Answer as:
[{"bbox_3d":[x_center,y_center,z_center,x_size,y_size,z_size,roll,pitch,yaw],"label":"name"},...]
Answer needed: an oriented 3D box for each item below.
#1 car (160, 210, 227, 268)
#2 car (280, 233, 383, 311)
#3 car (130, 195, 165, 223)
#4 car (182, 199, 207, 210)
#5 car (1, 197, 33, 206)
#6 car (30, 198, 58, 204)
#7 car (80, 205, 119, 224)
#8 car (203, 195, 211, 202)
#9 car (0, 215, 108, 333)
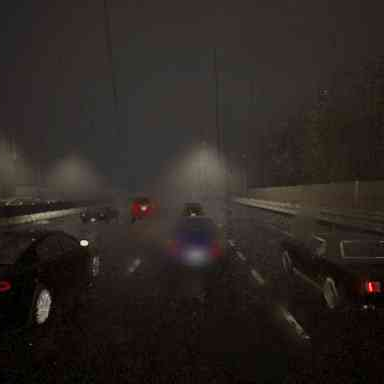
[{"bbox_3d":[0.105,1.545,11.262,1.812,1.442,4.674,0,0,0],"label":"car"},{"bbox_3d":[3.533,1.599,7.744,1.895,1.301,4.718,0,0,-1],"label":"car"},{"bbox_3d":[-3.390,1.270,26.065,2.150,2.045,5.566,0,0,0],"label":"car"},{"bbox_3d":[0.105,1.578,28.023,1.812,1.442,4.674,0,0,0],"label":"car"},{"bbox_3d":[-21.076,1.433,41.311,2.097,1.767,4.553,0,0,0],"label":"car"},{"bbox_3d":[-17.578,1.681,40.937,1.895,1.301,4.718,0,0,0],"label":"car"},{"bbox_3d":[-6.893,1.648,25.422,1.895,1.301,4.718,0,0,0],"label":"car"},{"bbox_3d":[3.516,1.725,80.385,2.033,1.411,5.357,0,0,0],"label":"car"},{"bbox_3d":[-3.398,1.489,6.940,1.882,1.535,5.008,0,0,0],"label":"car"}]
